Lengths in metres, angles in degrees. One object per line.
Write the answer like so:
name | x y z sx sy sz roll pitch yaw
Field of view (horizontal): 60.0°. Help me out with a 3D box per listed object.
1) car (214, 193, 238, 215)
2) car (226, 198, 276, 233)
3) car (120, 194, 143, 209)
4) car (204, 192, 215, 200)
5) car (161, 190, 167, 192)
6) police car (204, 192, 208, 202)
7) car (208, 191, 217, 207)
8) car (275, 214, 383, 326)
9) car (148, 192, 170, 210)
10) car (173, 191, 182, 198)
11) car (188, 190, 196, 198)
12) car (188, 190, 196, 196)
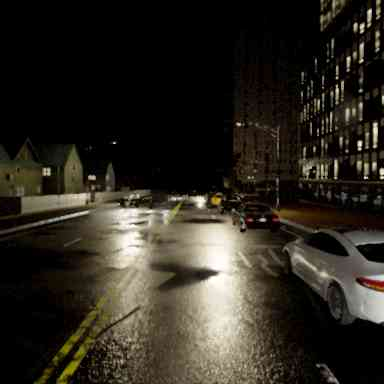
car | 3.256 1.096 28.790 1.837 1.490 4.892 0 1 0
car | 3.254 1.290 17.787 2.033 1.411 5.357 0 1 0
car | -6.579 0.981 36.359 2.128 1.511 4.902 0 1 0
car | 3.264 0.685 61.799 1.812 1.442 4.674 0 1 0
car | -6.483 0.337 76.930 1.812 1.442 4.674 0 1 0
police car | 3.261 0.724 50.905 1.930 1.638 5.238 0 1 0
car | 3.259 0.898 39.982 1.801 1.575 5.366 0 1 0
car | 3.252 1.425 6.784 1.812 1.442 4.674 0 1 0
car | -3.333 1.020 34.400 1.837 1.490 4.892 0 1 0
car | -3.233 0.443 74.707 2.128 1.511 4.902 0 1 0
car | 0.016 0.504 70.862 2.128 1.511 4.902 0 1 0
car | 0.020 0.215 87.930 2.033 1.411 5.357 0 1 0
